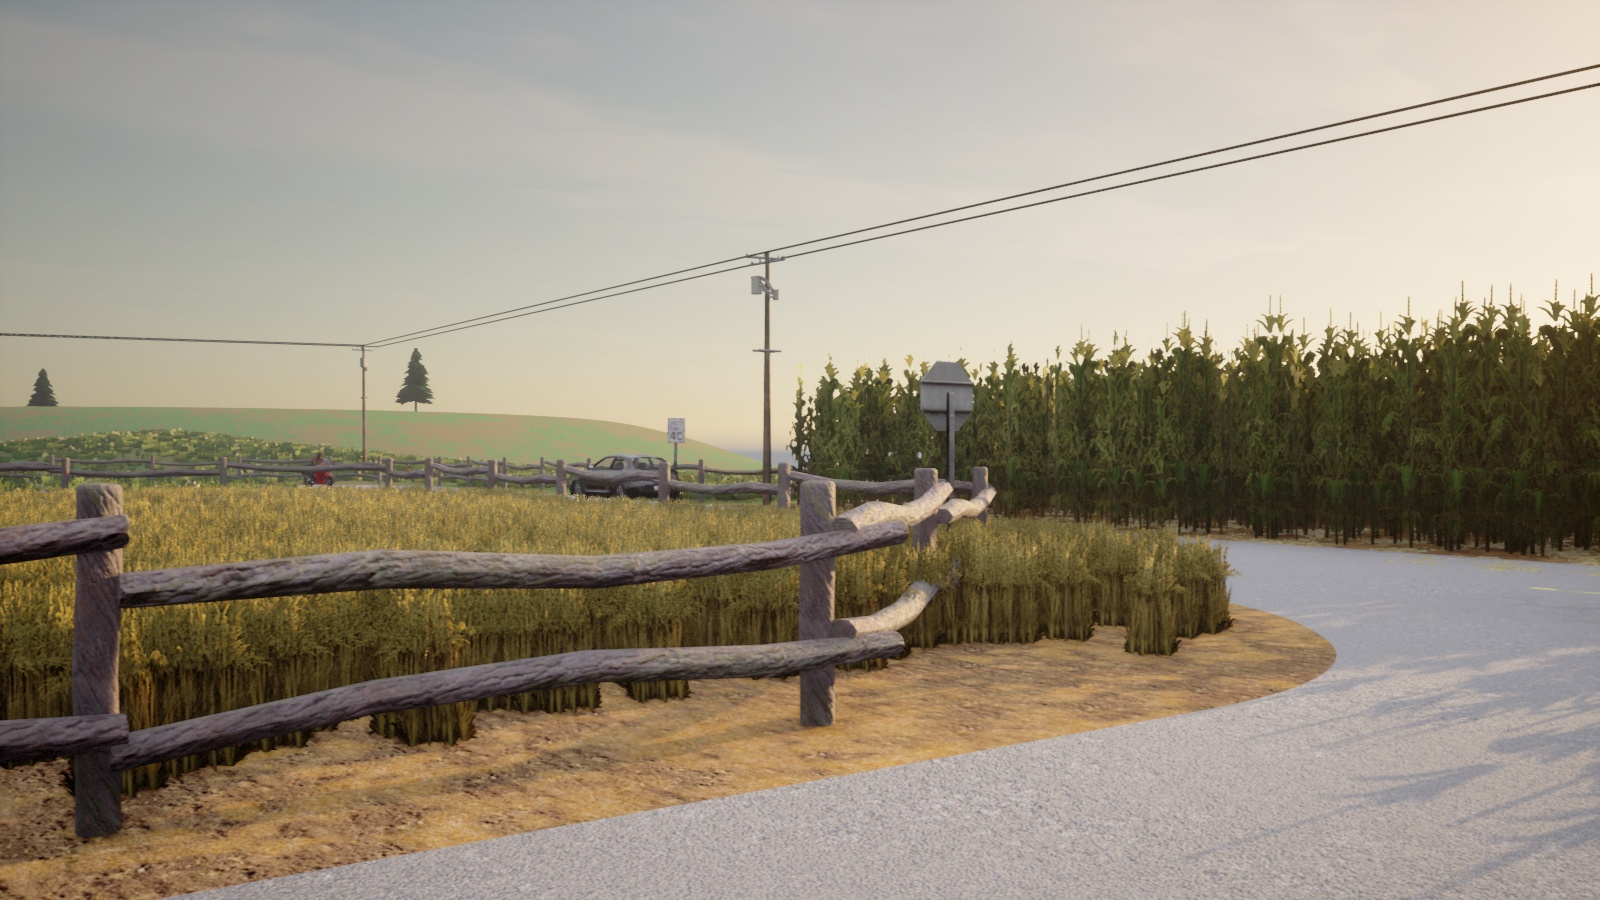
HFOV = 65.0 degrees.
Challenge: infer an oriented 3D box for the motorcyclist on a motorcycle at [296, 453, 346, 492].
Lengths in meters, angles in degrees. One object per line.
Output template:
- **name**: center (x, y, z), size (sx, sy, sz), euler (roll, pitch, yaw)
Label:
- **motorcyclist on a motorcycle**: center (-19.509, 0.899, 51.144), size (2.044, 1.523, 0.797), euler (0, 5, 35)

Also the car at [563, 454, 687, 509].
- **car**: center (-5.091, 0.864, 36.092), size (1.816, 1.474, 4.193), euler (0, 0, -35)
